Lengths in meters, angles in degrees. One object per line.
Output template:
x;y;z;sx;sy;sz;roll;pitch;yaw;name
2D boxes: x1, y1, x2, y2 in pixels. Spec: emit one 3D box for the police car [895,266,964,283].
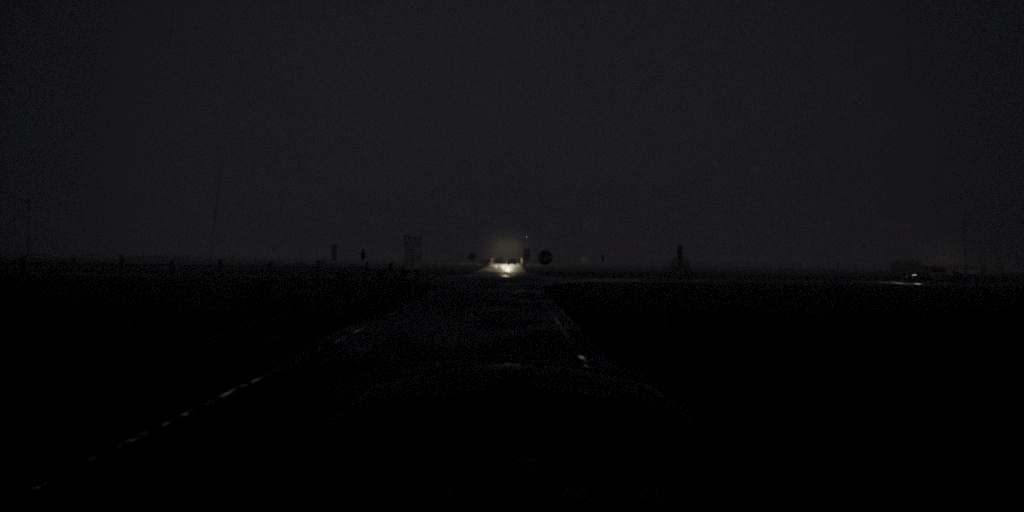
39.188;1.762;33.876;4.974;1.542;2.038;1;-1;-1;police car
